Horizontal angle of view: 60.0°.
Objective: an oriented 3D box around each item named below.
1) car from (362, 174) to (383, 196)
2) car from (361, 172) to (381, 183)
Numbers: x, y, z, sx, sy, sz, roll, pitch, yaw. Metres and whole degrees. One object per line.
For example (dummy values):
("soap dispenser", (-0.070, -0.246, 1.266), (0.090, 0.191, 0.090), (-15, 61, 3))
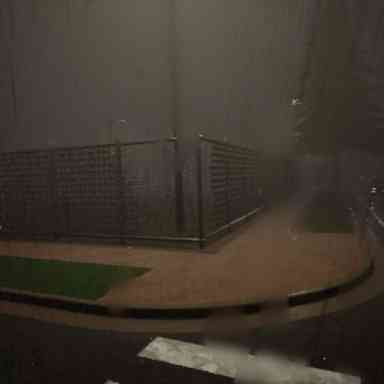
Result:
("car", (15.950, -0.483, 28.297), (1.837, 1.490, 4.892), (-1, 4, 23))
("car", (27.915, -2.367, 51.571), (4.553, 1.767, 2.097), (-5, 4, -44))
